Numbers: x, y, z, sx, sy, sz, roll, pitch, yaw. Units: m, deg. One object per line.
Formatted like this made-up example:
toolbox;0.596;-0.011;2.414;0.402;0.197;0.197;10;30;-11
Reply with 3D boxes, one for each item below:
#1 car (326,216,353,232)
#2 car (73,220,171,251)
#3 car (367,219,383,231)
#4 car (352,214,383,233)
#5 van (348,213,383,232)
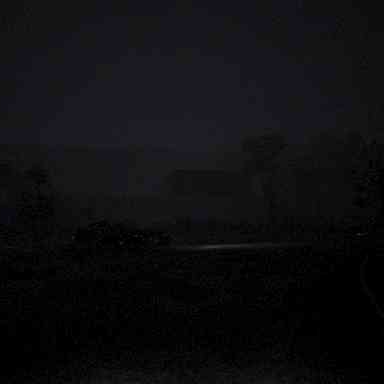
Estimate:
car;18.072;3.831;38.326;1.946;1.575;5.366;3;-8;-31
car;-3.562;2.189;17.258;4.902;1.511;2.128;1;-5;-11
car;23.819;3.909;39.608;2.163;1.488;4.792;2;-7;-31
car;19.273;3.229;33.702;4.553;1.767;2.097;0;-6;-11
van;20.964;3.629;38.961;1.878;1.987;4.442;3;-8;-30
